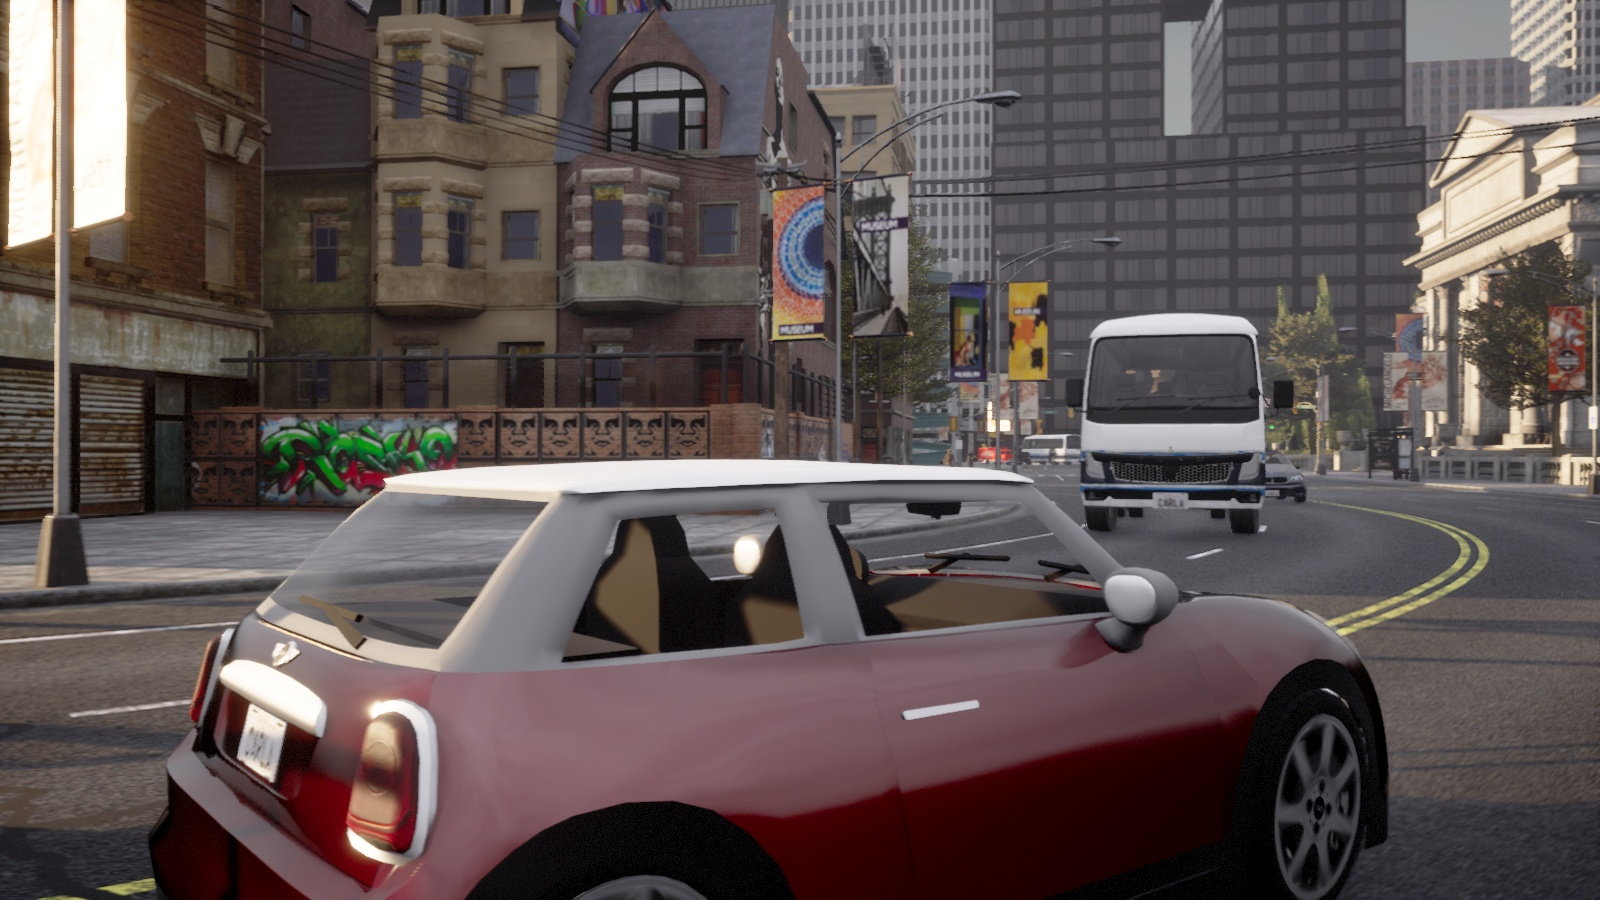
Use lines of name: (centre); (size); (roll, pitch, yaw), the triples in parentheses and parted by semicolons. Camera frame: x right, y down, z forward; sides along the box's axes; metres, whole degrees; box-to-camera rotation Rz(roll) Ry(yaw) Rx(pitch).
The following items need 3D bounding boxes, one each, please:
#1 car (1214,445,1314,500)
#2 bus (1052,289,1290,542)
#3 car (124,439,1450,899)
car: (14.812, 0.679, 40.368); (2.242, 1.667, 4.611); (0, 0, 10)
bus: (7.948, -0.568, 26.635); (3.944, 4.253, 10.273); (0, 0, 18)
car: (0.173, 0.723, 3.993); (3.806, 1.475, 1.970); (0, 0, -38)
